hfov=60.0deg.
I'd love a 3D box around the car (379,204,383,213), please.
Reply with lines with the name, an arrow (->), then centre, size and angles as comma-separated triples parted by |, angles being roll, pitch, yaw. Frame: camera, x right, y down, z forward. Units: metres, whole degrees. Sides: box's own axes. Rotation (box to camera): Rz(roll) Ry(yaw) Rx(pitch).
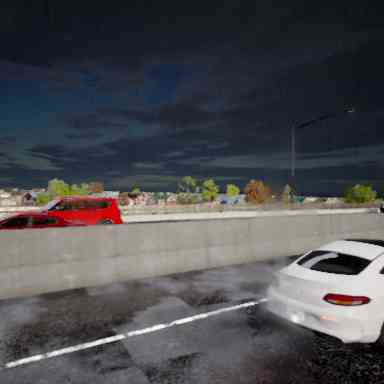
car -> 26.986, 1.853, 43.737 | 5.566, 2.045, 2.150 | 1, 0, -34

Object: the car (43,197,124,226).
car -> -6.222, 1.273, 16.706 | 5.566, 2.045, 2.150 | 1, 0, -36

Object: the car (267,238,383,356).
car -> 3.369, 1.600, 6.102 | 4.674, 1.442, 1.812 | 1, -1, -35

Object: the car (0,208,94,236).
car -> -8.414, 1.649, 19.458 | 4.718, 1.301, 1.895 | 1, 0, -35

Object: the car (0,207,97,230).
car -> -6.416, 1.497, 12.299 | 5.008, 1.535, 1.882 | 1, 0, -35
